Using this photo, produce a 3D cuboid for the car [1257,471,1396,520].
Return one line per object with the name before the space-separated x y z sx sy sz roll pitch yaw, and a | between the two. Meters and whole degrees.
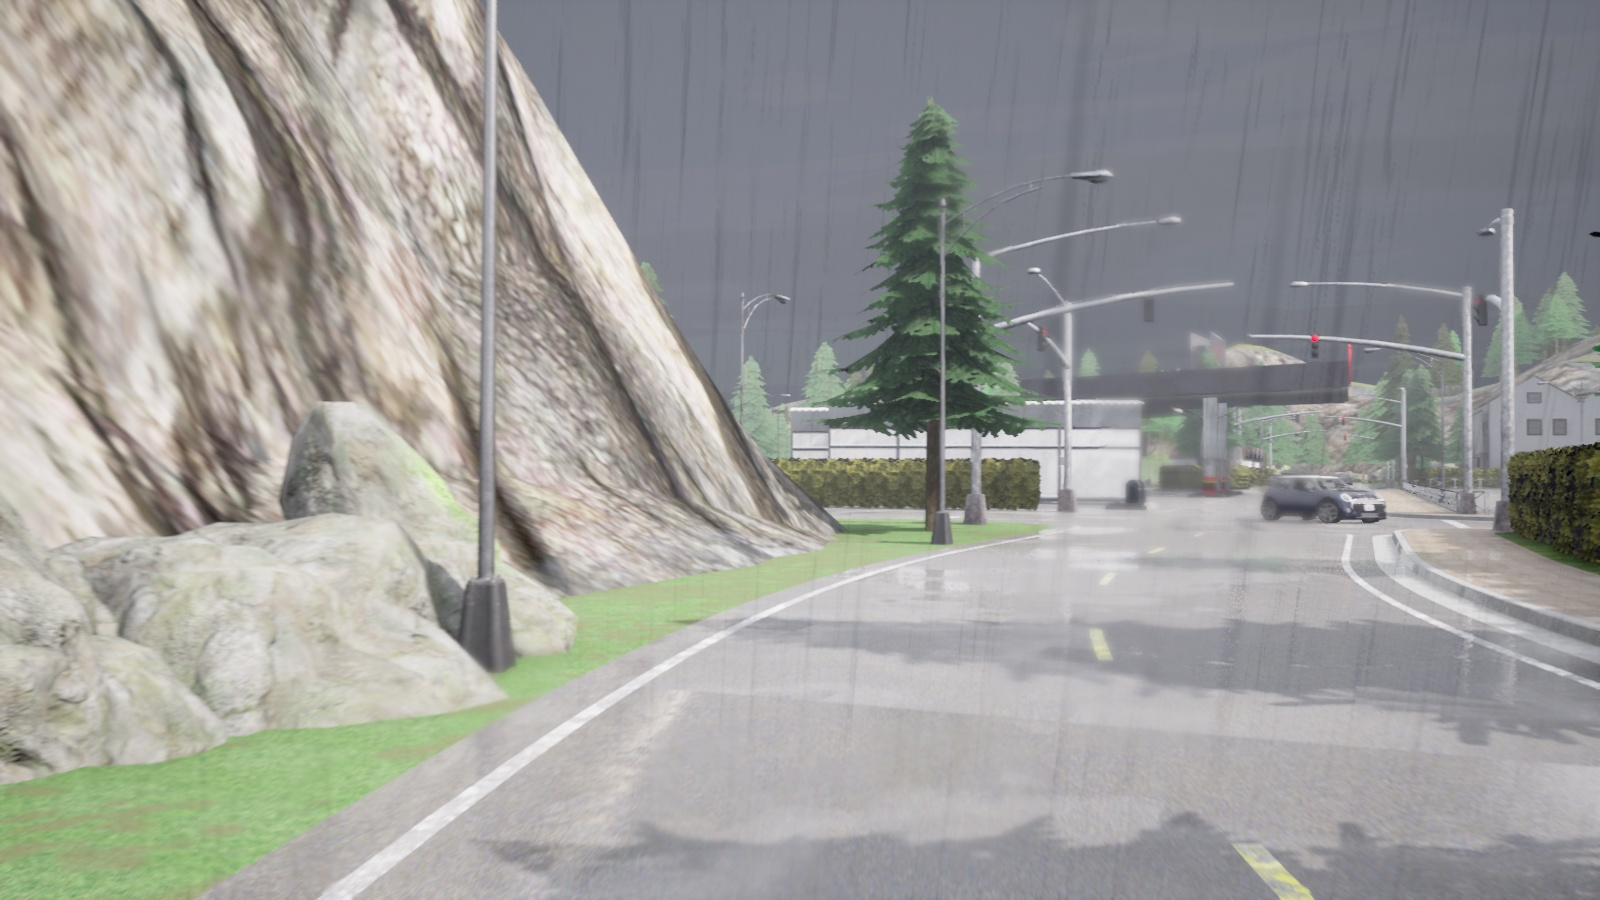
car | 16.708 1.398 40.025 1.970 1.475 3.806 0 -1 -23
